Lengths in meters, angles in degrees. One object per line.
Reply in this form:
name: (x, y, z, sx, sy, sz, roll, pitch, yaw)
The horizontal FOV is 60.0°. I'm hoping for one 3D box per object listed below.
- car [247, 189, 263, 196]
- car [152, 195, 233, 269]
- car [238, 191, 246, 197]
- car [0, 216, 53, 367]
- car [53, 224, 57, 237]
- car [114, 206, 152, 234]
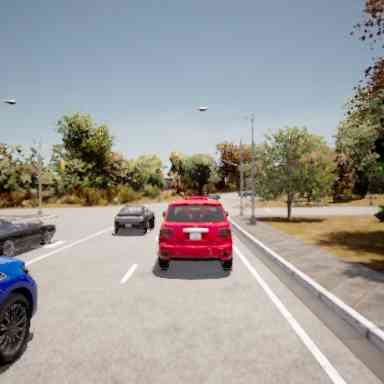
car: (17.475, 0.116, 88.327, 2.150, 2.045, 5.566, 0, 3, 33)
car: (0.113, 1.253, 11.393, 2.150, 2.045, 5.566, 0, 0, 0)
car: (14.158, 0.459, 89.607, 2.128, 1.511, 4.902, 0, 3, 33)
car: (-3.399, 1.223, 2.657, 2.150, 2.045, 5.566, 0, -1, 0)
car: (-7.065, 1.638, 12.834, 1.895, 1.301, 4.718, 0, 0, 0)
car: (-3.298, 1.564, 19.901, 2.128, 1.511, 4.902, 0, 0, 1)
